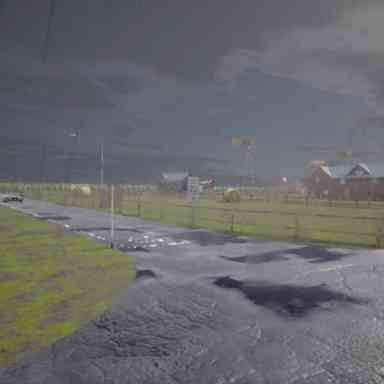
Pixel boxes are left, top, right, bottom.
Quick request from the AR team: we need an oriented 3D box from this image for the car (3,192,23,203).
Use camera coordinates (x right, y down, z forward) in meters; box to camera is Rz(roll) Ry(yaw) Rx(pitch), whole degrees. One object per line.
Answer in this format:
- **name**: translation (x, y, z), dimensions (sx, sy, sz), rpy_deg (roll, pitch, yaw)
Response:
- **car**: translation (-24.624, 0.747, 45.687), dimensions (1.994, 1.385, 4.181), rpy_deg (1, 1, -36)
